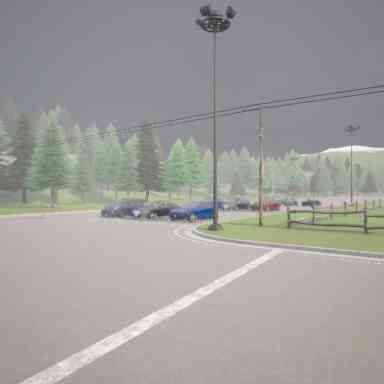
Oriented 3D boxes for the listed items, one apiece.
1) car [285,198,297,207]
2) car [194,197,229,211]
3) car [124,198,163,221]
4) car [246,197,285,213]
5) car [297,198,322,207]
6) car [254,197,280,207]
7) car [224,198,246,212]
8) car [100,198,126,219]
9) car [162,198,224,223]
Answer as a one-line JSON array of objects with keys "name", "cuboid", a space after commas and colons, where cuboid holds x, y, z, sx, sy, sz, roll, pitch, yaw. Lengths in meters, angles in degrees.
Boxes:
[{"name": "car", "cuboid": [15.151, 1.564, 52.299, 1.994, 1.385, 4.181, 0, 0, 36]}, {"name": "car", "cuboid": [2.454, 1.478, 40.992, 1.882, 1.535, 5.008, 0, 0, 36]}, {"name": "car", "cuboid": [-2.905, 1.492, 27.494, 2.128, 1.511, 4.902, 0, 0, 34]}, {"name": "car", "cuboid": [8.253, 1.477, 37.062, 1.882, 1.535, 5.008, 0, 0, 36]}, {"name": "car", "cuboid": [18.029, 1.601, 50.307, 1.895, 1.301, 4.718, 0, 0, 37]}, {"name": "car", "cuboid": [12.310, 1.548, 54.336, 2.033, 1.411, 5.357, 0, 0, 37]}, {"name": "car", "cuboid": [5.199, 1.489, 38.819, 2.128, 1.511, 4.902, 0, 0, 36]}, {"name": "car", "cuboid": [-5.848, 1.351, 29.377, 2.097, 1.767, 4.553, 0, 0, 34]}, {"name": "car", "cuboid": [0.205, 1.477, 25.858, 1.882, 1.535, 5.008, 0, 0, 34]}]
